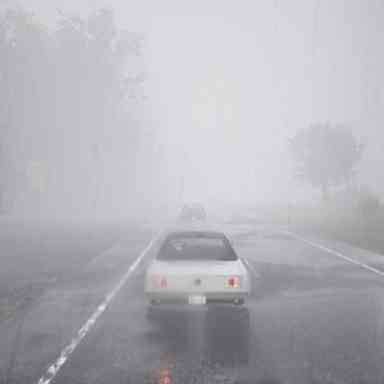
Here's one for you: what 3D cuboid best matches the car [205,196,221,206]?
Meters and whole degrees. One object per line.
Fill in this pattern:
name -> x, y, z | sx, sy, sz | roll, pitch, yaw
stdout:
car -> 3.598, 1.551, 54.154 | 1.994, 1.385, 4.181 | 0, 0, 0

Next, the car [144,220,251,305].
car -> 0.099, 1.598, 8.030 | 1.895, 1.301, 4.718 | 0, 0, 0

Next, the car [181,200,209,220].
car -> 0.099, 1.593, 26.134 | 1.895, 1.301, 4.718 | 0, 0, 0
